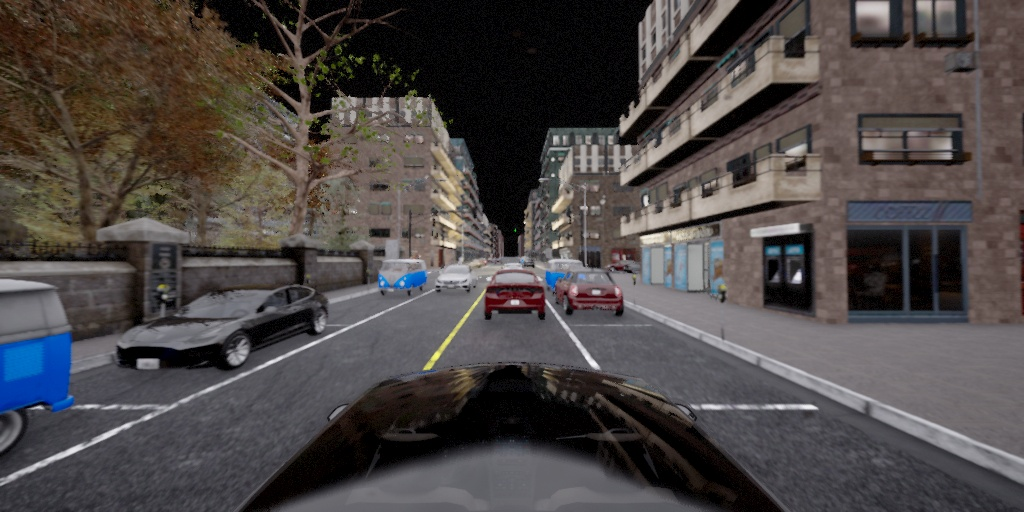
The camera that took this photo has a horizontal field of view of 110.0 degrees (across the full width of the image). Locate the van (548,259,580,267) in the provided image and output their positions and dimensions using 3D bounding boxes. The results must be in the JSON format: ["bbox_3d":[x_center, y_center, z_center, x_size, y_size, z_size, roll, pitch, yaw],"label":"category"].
[{"bbox_3d":[2.655,1.059,18.813,1.690,1.789,3.998,0,0,0],"label":"van"}]

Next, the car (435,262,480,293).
[{"bbox_3d":[-3.081,1.240,20.461,1.812,1.442,4.674,0,0,0],"label":"car"}]

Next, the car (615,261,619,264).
[{"bbox_3d":[13.629,1.268,44.928,4.097,1.591,1.967,0,0,1],"label":"car"}]

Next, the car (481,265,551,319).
[{"bbox_3d":[0.097,1.208,12.691,1.882,1.535,5.008,0,-1,0],"label":"car"}]

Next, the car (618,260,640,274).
[{"bbox_3d":[13.527,1.261,36.550,4.313,1.339,1.948,0,0,1],"label":"car"}]

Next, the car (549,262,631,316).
[{"bbox_3d":[2.658,1.168,13.290,1.967,1.591,4.097,0,0,0],"label":"car"}]

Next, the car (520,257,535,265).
[{"bbox_3d":[2.680,1.214,56.760,1.948,1.339,4.313,0,0,0],"label":"car"}]

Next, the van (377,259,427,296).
[{"bbox_3d":[-5.660,1.058,18.813,1.690,1.789,3.998,0,0,0],"label":"van"}]

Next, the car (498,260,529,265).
[{"bbox_3d":[0.154,1.228,27.015,1.812,1.442,4.674,0,0,2],"label":"car"}]

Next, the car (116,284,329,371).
[{"bbox_3d":[-5.674,1.304,7.765,1.948,1.339,4.313,0,0,0],"label":"car"}]

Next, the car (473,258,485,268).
[{"bbox_3d":[-5.700,1.174,56.588,1.751,1.417,4.829,0,0,0],"label":"car"}]

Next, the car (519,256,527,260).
[{"bbox_3d":[2.679,1.189,62.402,2.007,1.370,4.403,0,0,0],"label":"car"}]

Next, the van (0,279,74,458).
[{"bbox_3d":[-5.698,1.090,2.242,1.690,1.789,3.998,0,0,0],"label":"van"}]

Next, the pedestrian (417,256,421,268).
[{"bbox_3d":[-12.548,0.870,48.196,0.375,1.860,0.375,0,-1,1],"label":"pedestrian"}]
